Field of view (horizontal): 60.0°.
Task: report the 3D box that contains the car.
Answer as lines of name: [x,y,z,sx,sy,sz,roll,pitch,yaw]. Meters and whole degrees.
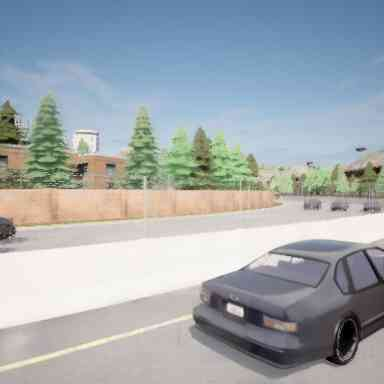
car: [2.507,1.567,5.861,5.357,1.411,2.033,0,0,-39]
